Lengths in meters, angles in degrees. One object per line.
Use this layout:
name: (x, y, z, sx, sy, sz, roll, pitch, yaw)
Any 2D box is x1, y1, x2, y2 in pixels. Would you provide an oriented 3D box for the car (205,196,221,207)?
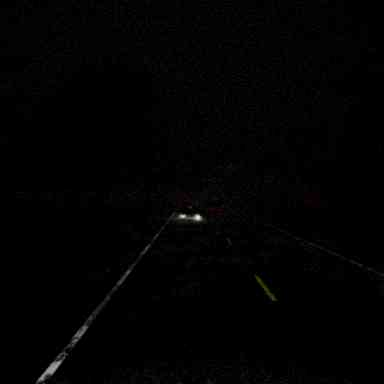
car: (3.471, 1.519, 51.599, 1.812, 1.442, 4.674, 0, 0, 0)

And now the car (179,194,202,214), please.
car: (-0.178, 1.208, 36.133, 2.150, 2.045, 5.566, 0, 0, 0)

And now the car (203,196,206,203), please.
car: (3.330, 1.522, 69.902, 2.033, 1.411, 5.357, 0, 0, 0)
